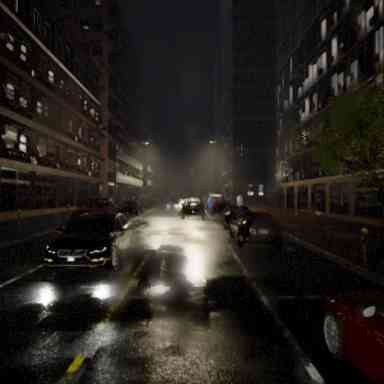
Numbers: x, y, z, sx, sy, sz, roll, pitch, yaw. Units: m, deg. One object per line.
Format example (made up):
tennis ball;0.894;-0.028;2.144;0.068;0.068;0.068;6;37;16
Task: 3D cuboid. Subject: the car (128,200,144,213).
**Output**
car;-5.678;1.440;31.664;1.947;1.339;4.313;1;0;0

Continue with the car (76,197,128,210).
car;-5.672;1.236;20.267;2.192;1.841;5.009;1;0;0

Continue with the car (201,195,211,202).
car;2.666;1.259;65.896;1.752;1.417;4.829;1;0;0

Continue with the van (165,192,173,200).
van;-5.679;1.004;82.943;1.690;1.788;3.998;1;0;0

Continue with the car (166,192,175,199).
car;-5.679;0.955;88.640;2.192;1.841;5.009;1;0;0

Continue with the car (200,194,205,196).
car;2.669;1.222;54.330;1.967;1.590;4.097;1;0;0

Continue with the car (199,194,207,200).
car;2.664;1.209;82.819;1.887;1.381;4.507;1;0;0

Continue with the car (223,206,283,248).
car;2.670;1.511;14.446;1.947;1.339;4.313;1;0;0

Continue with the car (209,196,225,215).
car;2.669;1.420;31.540;1.887;1.381;4.507;1;0;0

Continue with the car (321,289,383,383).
car;2.671;1.571;3.050;1.802;1.307;4.206;1;0;0

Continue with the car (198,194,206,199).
car;2.664;1.165;88.687;1.752;1.417;4.829;1;0;0

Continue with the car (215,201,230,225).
car;2.670;1.488;20.145;1.947;1.339;4.313;1;0;0

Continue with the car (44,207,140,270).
car;-3.101;1.463;10.956;1.837;1.490;4.892;0;0;0

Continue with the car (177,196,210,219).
car;0.097;1.379;27.988;2.128;1.511;4.902;0;0;0

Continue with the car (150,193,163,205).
car;-5.675;1.096;54.455;2.192;1.841;5.009;1;0;0

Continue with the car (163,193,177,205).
car;-3.078;1.350;53.078;1.994;1.385;4.181;0;0;0

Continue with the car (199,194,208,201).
car;2.664;1.238;77.122;2.008;1.369;4.403;1;0;0

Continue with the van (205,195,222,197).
van;2.673;1.193;37.236;1.690;1.788;3.998;1;0;0
